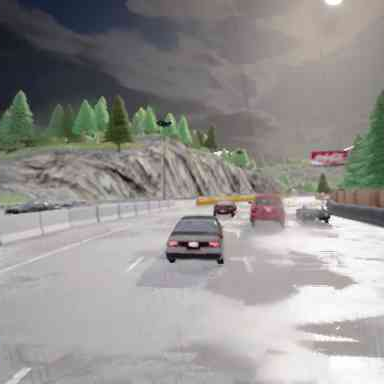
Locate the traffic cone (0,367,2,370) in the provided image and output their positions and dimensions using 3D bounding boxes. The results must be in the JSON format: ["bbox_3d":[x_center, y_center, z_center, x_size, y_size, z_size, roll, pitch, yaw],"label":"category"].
[{"bbox_3d":[-2.582,1.952,4.064,0.340,0.580,0.340,0,0,-1],"label":"traffic cone"}]

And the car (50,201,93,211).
[{"bbox_3d":[-11.173,1.549,31.894,1.994,1.385,4.181,0,0,12],"label":"car"}]

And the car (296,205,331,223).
[{"bbox_3d":[9.119,1.619,25.427,1.895,1.301,4.718,0,0,10],"label":"car"}]

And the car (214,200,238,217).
[{"bbox_3d":[3.192,1.487,31.327,1.882,1.535,5.008,0,0,12],"label":"car"}]

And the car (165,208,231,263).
[{"bbox_3d":[0.255,1.549,12.029,2.033,1.411,5.357,0,0,5],"label":"car"}]

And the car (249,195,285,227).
[{"bbox_3d":[5.184,1.233,23.214,2.150,2.045,5.566,0,0,9],"label":"car"}]

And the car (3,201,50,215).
[{"bbox_3d":[-14.940,1.526,31.077,2.033,1.411,5.357,0,0,11],"label":"car"}]
